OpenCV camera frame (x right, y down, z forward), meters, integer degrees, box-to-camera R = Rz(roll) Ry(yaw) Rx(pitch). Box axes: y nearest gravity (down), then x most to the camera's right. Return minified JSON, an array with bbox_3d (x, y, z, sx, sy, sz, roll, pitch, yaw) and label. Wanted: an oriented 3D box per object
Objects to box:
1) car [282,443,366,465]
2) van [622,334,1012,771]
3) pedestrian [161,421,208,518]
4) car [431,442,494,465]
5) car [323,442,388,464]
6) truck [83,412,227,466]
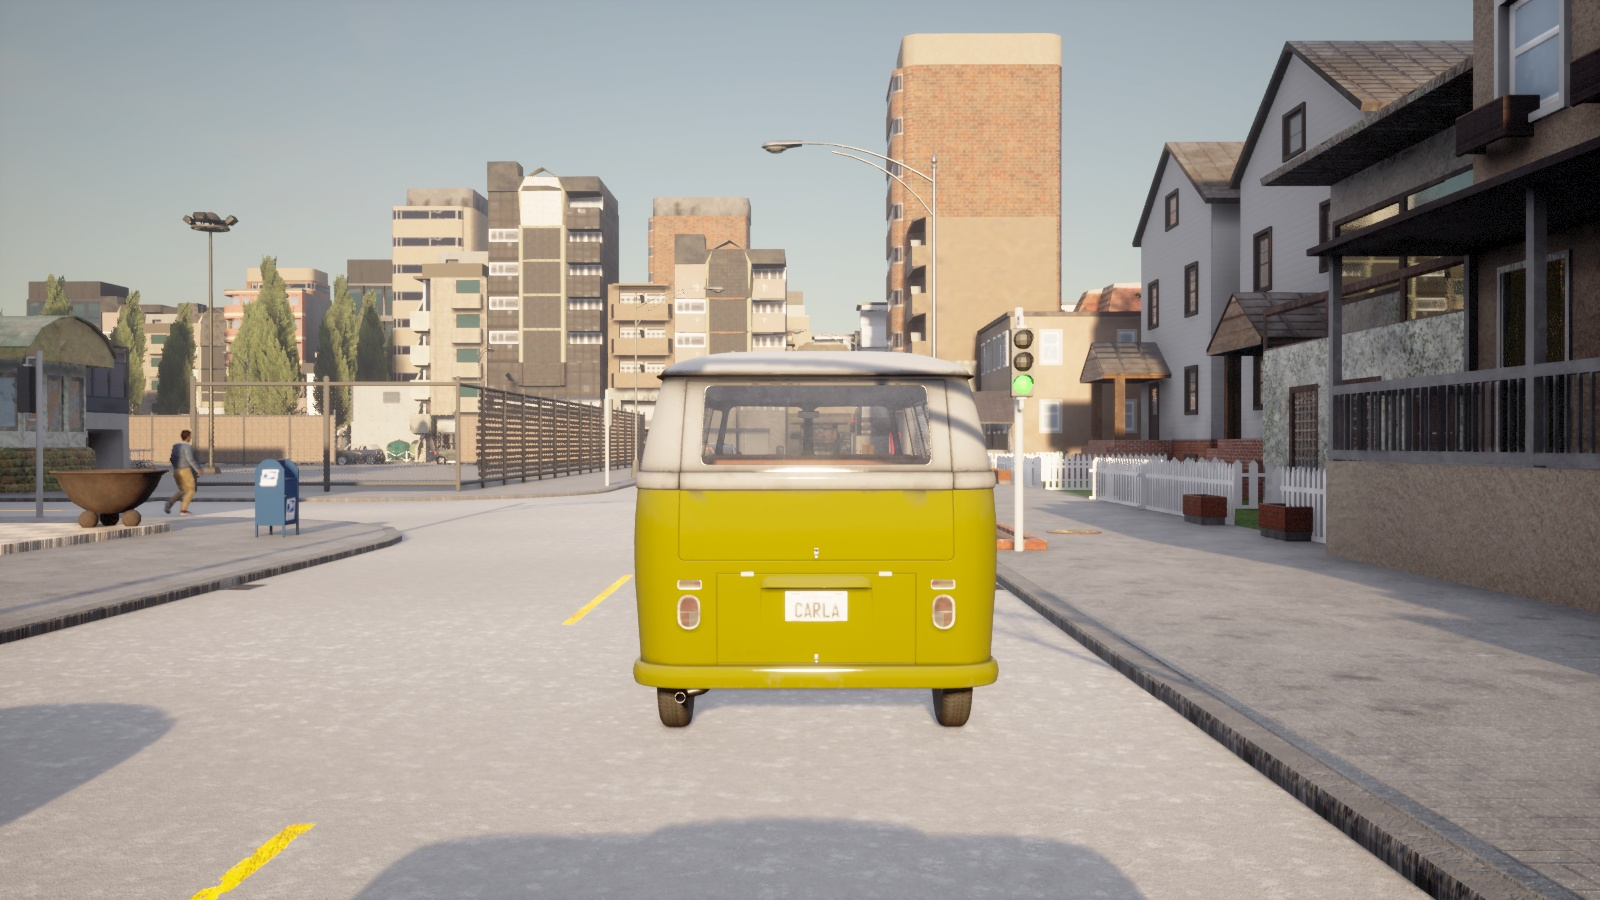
[{"bbox_3d":[-31.592,0.255,83.505,4.892,1.490,1.837,0,0,1],"label":"car"},{"bbox_3d":[0.070,0.454,7.932,1.775,1.987,4.442,0,0,0],"label":"van"},{"bbox_3d":[-12.567,0.382,25.647,0.423,1.949,0.788,0,0,19],"label":"pedestrian"},{"bbox_3d":[-22.380,0.236,83.458,3.705,1.549,1.789,0,0,0],"label":"car"},{"bbox_3d":[-30.966,0.193,87.498,3.806,1.475,1.970,0,0,0],"label":"car"},{"bbox_3d":[-42.371,-0.736,82.736,7.936,3.462,2.891,0,0,-13],"label":"truck"}]
